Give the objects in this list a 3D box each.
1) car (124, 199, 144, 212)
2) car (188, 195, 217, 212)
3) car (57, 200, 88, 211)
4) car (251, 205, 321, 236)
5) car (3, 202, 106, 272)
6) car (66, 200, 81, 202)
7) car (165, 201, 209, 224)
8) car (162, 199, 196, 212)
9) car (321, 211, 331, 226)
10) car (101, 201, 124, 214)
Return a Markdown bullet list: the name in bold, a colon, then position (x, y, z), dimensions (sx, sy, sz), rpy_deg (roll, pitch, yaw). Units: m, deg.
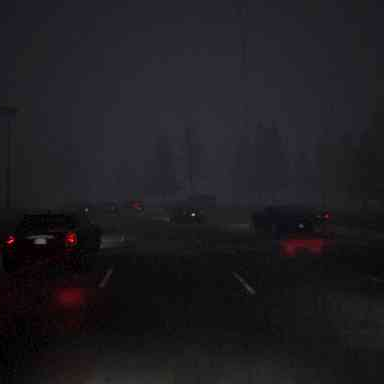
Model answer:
- **car**: position (-7.507, 1.637, 40.412), dimensions (1.837, 1.490, 4.892), rpy_deg (0, 0, -36)
- **car**: position (0.895, 1.353, 40.909), dimensions (2.150, 2.045, 5.566), rpy_deg (0, 0, -30)
- **car**: position (-16.169, 1.750, 44.869), dimensions (4.718, 1.301, 1.895), rpy_deg (0, 0, 40)
- **car**: position (4.924, 1.536, 18.894), dimensions (1.882, 1.535, 5.008), rpy_deg (0, 0, -11)
- **car**: position (-4.400, 1.390, 11.206), dimensions (2.097, 1.767, 4.553), rpy_deg (0, 0, -7)
- **car**: position (-10.989, 1.674, 33.302), dimensions (1.994, 1.385, 4.181), rpy_deg (0, 0, -30)
- **car**: position (-0.504, 1.646, 26.003), dimensions (1.994, 1.385, 4.181), rpy_deg (0, 0, -17)
- **car**: position (-1.783, 1.725, 38.750), dimensions (1.895, 1.301, 4.718), rpy_deg (0, 0, -30)
- **car**: position (7.507, 1.619, 23.626), dimensions (2.033, 1.411, 5.357), rpy_deg (0, 0, -14)
- **car**: position (-9.598, 1.687, 37.302), dimensions (1.994, 1.385, 4.181), rpy_deg (0, 0, -33)
